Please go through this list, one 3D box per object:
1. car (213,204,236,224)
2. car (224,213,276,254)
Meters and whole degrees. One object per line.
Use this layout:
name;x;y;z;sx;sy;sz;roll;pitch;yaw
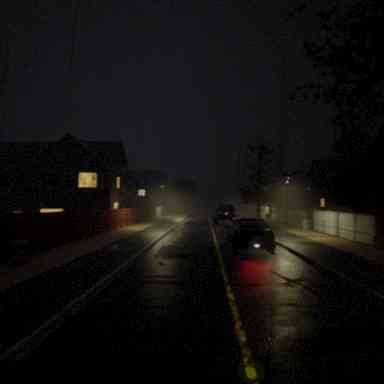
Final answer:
car;3.517;2.343;35.930;2.150;2.045;5.566;0;-2;2
car;2.723;1.992;15.900;1.837;1.490;4.892;0;-2;2
